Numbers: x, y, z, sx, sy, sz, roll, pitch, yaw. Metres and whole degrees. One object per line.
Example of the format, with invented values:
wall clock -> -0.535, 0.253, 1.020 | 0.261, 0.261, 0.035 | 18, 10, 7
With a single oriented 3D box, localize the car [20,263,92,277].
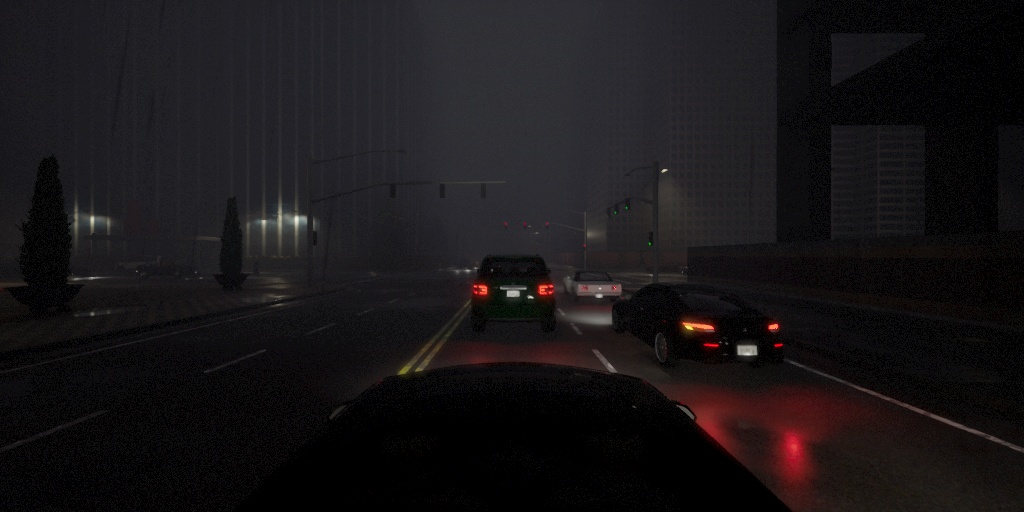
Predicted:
car -> -41.554, 1.314, 32.987 | 4.181, 1.385, 1.994 | 0, 0, 0

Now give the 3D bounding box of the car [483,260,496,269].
car -> -3.549, 1.351, 57.510 | 1.895, 1.301, 4.718 | 0, 0, 0

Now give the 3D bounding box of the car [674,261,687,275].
car -> 19.877, 1.351, 37.168 | 4.718, 1.301, 1.895 | 0, 0, 1

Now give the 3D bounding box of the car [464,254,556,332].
car -> 0.057, 0.971, 11.013 | 2.150, 2.045, 5.566 | 0, 0, 1

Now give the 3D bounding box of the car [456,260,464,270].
car -> -7.059, 1.275, 53.730 | 1.812, 1.442, 4.674 | 0, 0, 0

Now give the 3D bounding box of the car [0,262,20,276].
car -> -50.679, 1.314, 36.566 | 4.181, 1.385, 1.994 | 0, 0, 3

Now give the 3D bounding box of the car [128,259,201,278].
car -> -31.586, 1.241, 33.034 | 4.902, 1.511, 2.128 | 0, 0, 0

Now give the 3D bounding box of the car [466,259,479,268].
car -> -7.018, 1.227, 64.057 | 1.882, 1.535, 5.008 | 0, 0, 0

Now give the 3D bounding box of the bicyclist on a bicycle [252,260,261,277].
bicyclist on a bicycle -> -24.645, 1.203, 34.554 | 0.582, 1.620, 1.656 | 0, 0, -13

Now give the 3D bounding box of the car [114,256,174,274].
car -> -40.904, 0.971, 40.161 | 5.566, 2.045, 2.150 | 0, 0, -1

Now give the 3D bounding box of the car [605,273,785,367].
car -> 3.589, 1.276, 7.770 | 1.812, 1.442, 4.674 | 0, 0, 0

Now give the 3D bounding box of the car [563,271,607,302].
car -> 3.593, 1.351, 16.932 | 1.895, 1.301, 4.718 | 0, 0, 0

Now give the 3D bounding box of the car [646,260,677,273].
car -> 17.808, 1.227, 40.681 | 5.008, 1.535, 1.882 | 0, 0, 0
